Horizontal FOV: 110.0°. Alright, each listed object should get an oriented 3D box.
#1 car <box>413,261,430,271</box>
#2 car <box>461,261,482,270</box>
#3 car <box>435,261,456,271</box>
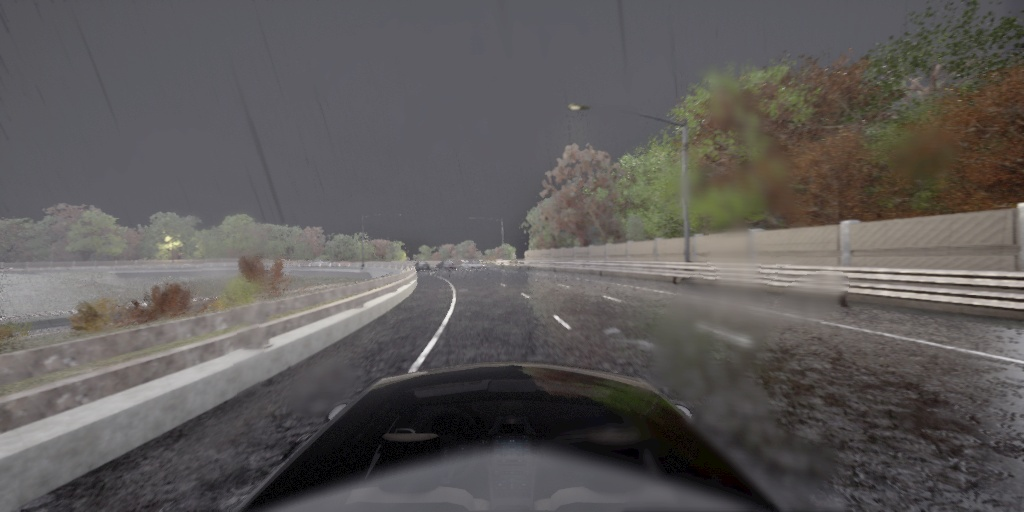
[{"bbox_3d":[-14.005,1.559,55.214,1.812,1.442,4.674,-1,0,-30],"label":"car"},{"bbox_3d":[-6.429,1.482,56.024,1.895,1.301,4.718,-1,0,-28],"label":"car"},{"bbox_3d":[-10.364,1.508,56.023,2.033,1.411,5.357,-1,0,-30],"label":"car"}]
